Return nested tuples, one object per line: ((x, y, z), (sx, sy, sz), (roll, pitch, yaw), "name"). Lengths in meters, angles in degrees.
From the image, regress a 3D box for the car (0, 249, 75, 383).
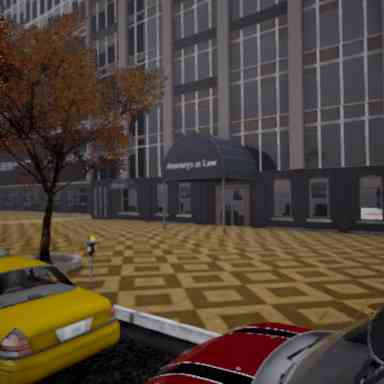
((-3.233, 1.577, 5.183), (4.829, 1.417, 1.752), (-1, -1, 35), "car")

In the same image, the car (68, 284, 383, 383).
((1.415, 1.438, 1.870), (4.097, 1.590, 1.967), (-1, -1, 35), "car")
